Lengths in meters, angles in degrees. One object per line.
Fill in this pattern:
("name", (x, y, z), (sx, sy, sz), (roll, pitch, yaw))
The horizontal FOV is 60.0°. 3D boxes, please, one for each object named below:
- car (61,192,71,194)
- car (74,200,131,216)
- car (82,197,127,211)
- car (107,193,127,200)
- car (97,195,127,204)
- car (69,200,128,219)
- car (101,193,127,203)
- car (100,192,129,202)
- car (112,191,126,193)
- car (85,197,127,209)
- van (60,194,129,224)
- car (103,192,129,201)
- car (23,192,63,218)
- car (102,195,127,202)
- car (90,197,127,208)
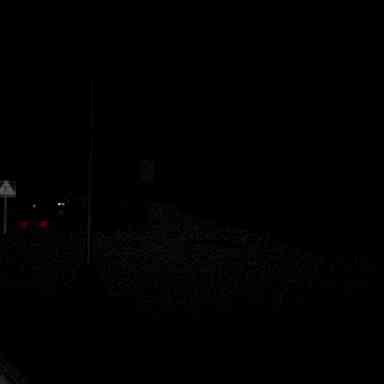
("car", (-24.588, 0.993, 64.062), (2.150, 2.045, 5.566), (1, 0, -11))
("car", (-9.264, 1.640, 34.591), (5.366, 1.575, 1.946), (2, 0, -31))
("car", (-11.338, 1.561, 43.238), (5.366, 1.575, 1.946), (2, 0, -31))
("car", (-19.762, 1.097, 87.528), (4.553, 1.767, 2.185), (2, 0, -31))
("car", (-14.659, 1.440, 60.989), (4.792, 1.488, 2.163), (1, 0, -31))
("car", (-8.814, 1.634, 31.552), (5.008, 1.535, 2.097), (2, 0, -31))
("car", (-15.738, 1.239, 66.912), (4.553, 1.767, 2.185), (1, 0, -31))
("car", (-16.907, 1.068, 72.770), (5.566, 2.045, 2.435), (2, 0, -31))
("car", (-15.171, 1.262, 63.965), (4.553, 1.767, 2.185), (1, 0, -31))
("car", (-11.919, 1.534, 46.183), (5.366, 1.575, 1.946), (1, 0, -31))
("van", (-7.516, 1.386, 25.746), (4.442, 1.987, 1.878), (2, -1, -32))
("car", (-18.618, 1.007, 81.623), (5.566, 2.045, 2.435), (2, 0, -31))
("car", (-14.092, 1.308, 31.245), (2.150, 2.045, 5.566), (1, 0, -11))
("car", (-16.342, 1.381, 69.848), (4.674, 1.452, 2.002), (1, 0, -31))
("car", (-12.331, 1.516, 49.225), (4.892, 1.521, 2.231), (1, 1, -31))
